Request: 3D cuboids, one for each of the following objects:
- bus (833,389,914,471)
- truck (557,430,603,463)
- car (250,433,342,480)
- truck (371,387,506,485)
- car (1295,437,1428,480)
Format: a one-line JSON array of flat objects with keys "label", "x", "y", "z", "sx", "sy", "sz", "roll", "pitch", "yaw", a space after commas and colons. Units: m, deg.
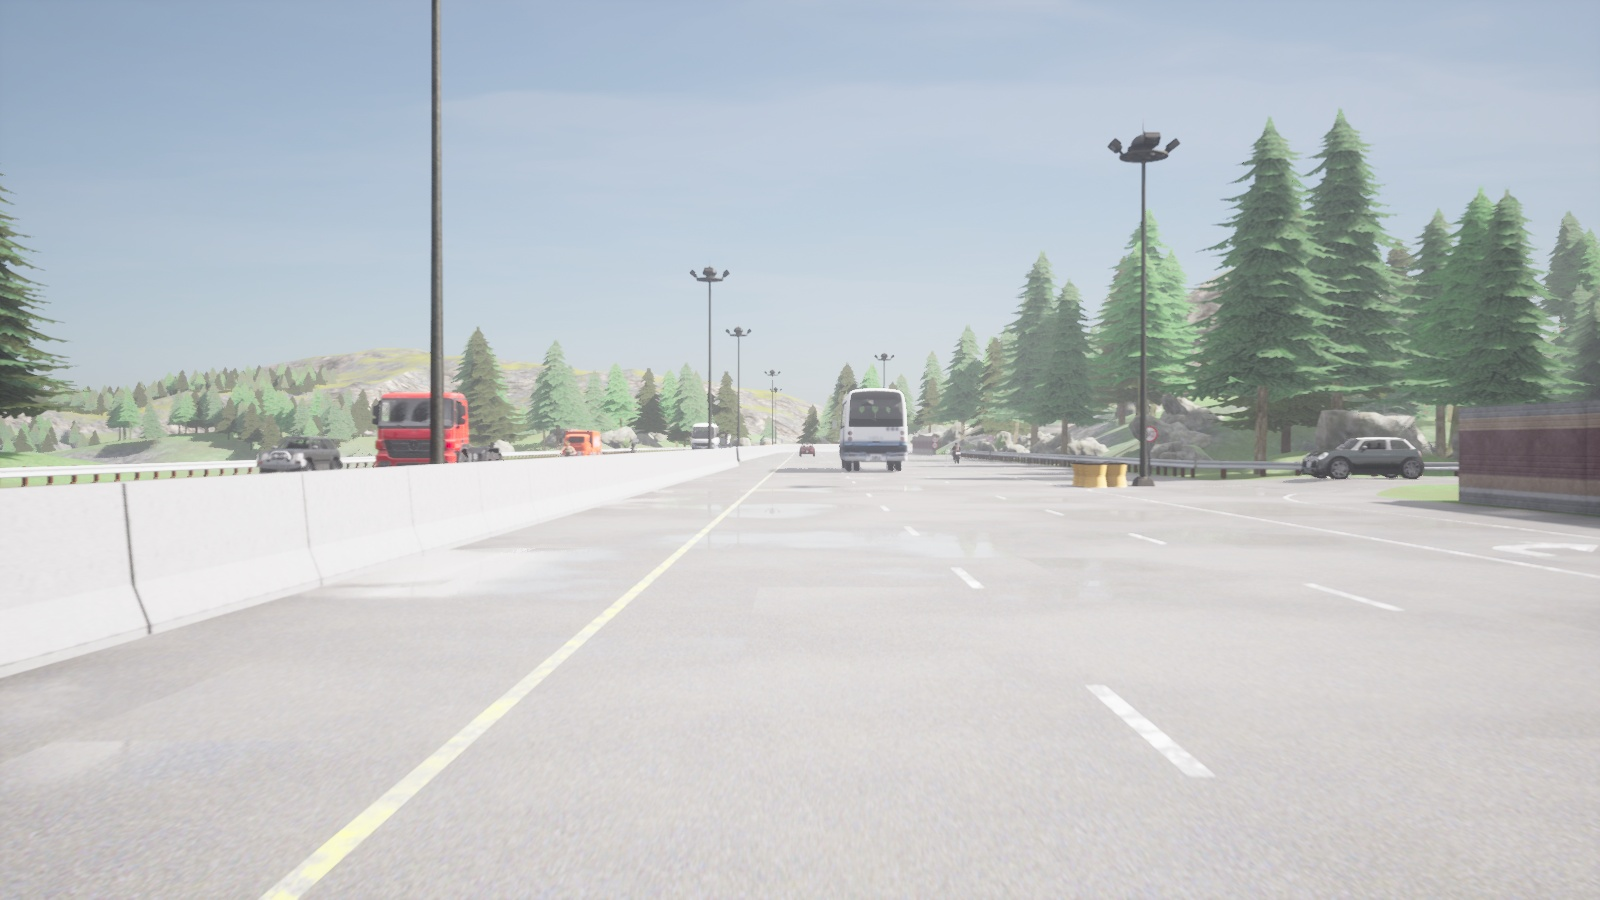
[{"label": "bus", "x": 3.918, "y": -1.020, "z": 69.778, "sx": 3.944, "sy": 4.253, "sz": 10.273, "roll": 0, "pitch": 0, "yaw": 0}, {"label": "truck", "x": -16.931, "y": -0.295, "z": 96.854, "sx": 2.627, "sy": 2.467, "sz": 5.204, "roll": 0, "pitch": 0, "yaw": 1}, {"label": "car", "x": -20.687, "y": 0.255, "z": 51.736, "sx": 1.932, "sy": 1.855, "sz": 4.605, "roll": 0, "pitch": 0, "yaw": 0}, {"label": "truck", "x": -13.705, "y": -0.518, "z": 48.383, "sx": 2.891, "sy": 3.462, "sz": 7.936, "roll": 0, "pitch": 0, "yaw": 0}, {"label": "car", "x": 19.827, "y": 0.287, "z": 44.449, "sx": 3.806, "sy": 1.475, "sz": 1.970, "roll": 0, "pitch": 0, "yaw": 0}]
